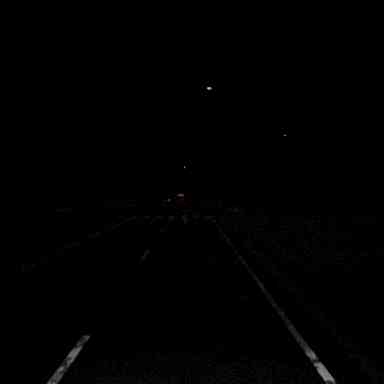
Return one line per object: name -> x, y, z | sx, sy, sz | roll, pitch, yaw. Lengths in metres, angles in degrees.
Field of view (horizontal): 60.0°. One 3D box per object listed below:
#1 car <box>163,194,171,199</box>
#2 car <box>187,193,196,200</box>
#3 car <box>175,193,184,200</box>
car -> -6.609, 1.165, 88.743 | 2.033, 1.411, 5.357 | 0, 0, 0
car -> -0.100, 1.196, 85.398 | 1.837, 1.490, 4.892 | 0, 0, 0
car -> -3.352, 1.290, 85.837 | 1.895, 1.301, 4.718 | 0, 0, 0
